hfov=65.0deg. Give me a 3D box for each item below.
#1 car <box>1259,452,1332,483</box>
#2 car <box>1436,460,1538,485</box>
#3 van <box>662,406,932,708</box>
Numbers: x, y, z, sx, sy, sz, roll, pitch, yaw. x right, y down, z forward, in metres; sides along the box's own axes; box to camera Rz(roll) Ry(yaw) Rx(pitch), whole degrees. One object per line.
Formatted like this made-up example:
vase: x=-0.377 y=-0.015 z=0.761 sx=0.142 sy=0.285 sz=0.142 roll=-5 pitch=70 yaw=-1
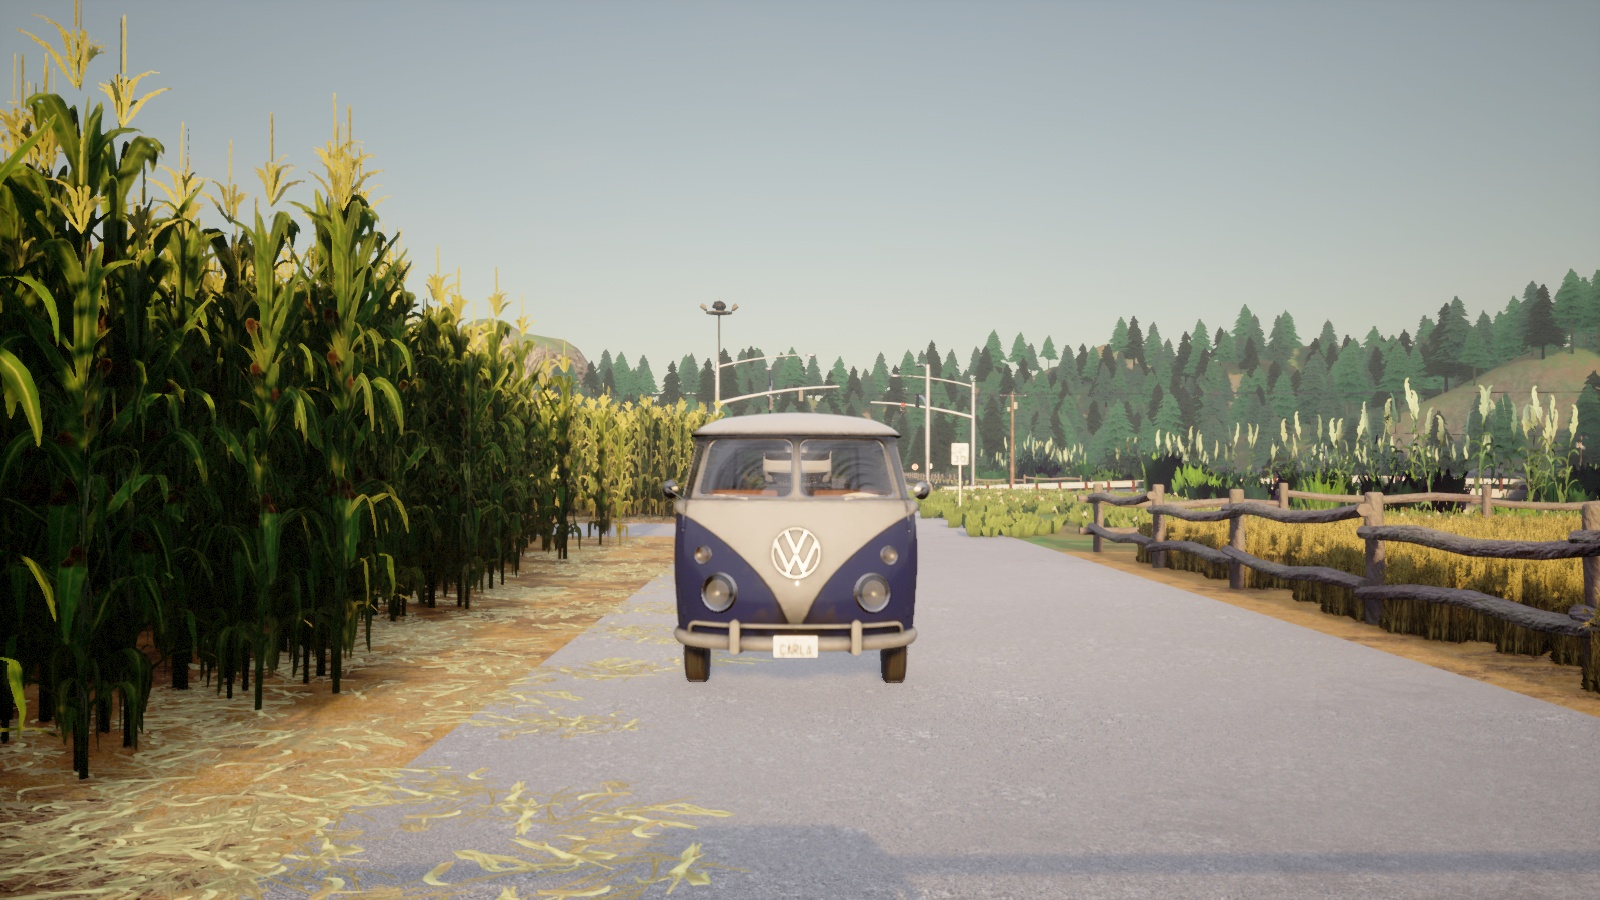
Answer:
car: x=31.080 y=1.114 z=78.835 sx=3.866 sy=1.878 sz=1.905 roll=-1 pitch=-1 yaw=7
car: x=44.046 y=1.439 z=80.643 sx=5.357 sy=1.411 sz=2.033 roll=1 pitch=-1 yaw=8
van: x=-0.027 y=0.744 z=10.514 sx=1.775 sy=1.987 sz=4.442 roll=0 pitch=-1 yaw=0
